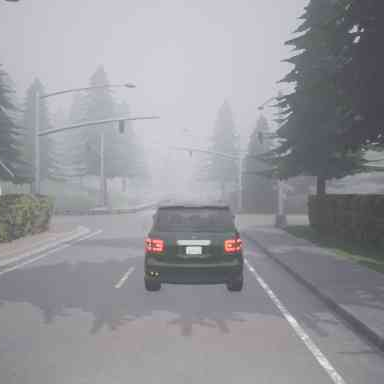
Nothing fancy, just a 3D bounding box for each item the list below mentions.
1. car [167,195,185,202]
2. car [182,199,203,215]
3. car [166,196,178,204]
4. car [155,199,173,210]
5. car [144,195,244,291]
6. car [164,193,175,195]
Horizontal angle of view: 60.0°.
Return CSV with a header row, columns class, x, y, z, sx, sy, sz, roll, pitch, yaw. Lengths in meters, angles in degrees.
class,x,y,z,sx,sy,sz,roll,pitch,yaw
car,-3.631,1.524,74.067,1.812,1.442,4.674,0,0,-35
car,0.136,1.518,34.388,1.812,1.442,4.674,1,0,5
car,-3.956,1.505,64.287,1.837,1.490,4.892,0,0,-8
car,-3.650,1.601,43.949,1.895,1.301,4.718,0,0,0
car,0.052,1.221,9.118,2.150,2.045,5.566,0,0,0
car,-3.654,1.221,53.858,2.150,2.045,5.566,0,0,-1
